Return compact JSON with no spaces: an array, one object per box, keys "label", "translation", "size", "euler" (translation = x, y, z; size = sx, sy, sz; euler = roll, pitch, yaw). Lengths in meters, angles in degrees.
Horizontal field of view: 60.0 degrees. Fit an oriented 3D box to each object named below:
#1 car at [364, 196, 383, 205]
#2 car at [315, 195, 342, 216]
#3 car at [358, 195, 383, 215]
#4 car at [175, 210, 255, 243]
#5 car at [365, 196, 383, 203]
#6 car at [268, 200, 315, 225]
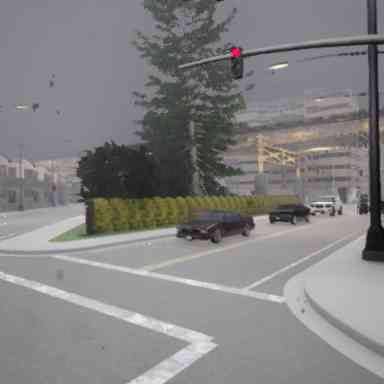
[{"label":"car","translation":[36.088,1.646,65.010],"size":[4.974,1.542,2.038],"euler":[0,-1,-29]},{"label":"car","translation":[13.851,1.367,34.212],"size":[2.150,2.045,5.566],"euler":[-1,-1,36]},{"label":"car","translation":[19.058,1.312,35.158],"size":[2.150,2.045,5.566],"euler":[-1,-1,35]},{"label":"car","translation":[1.415,1.668,17.109],"size":[2.033,1.411,5.357],"euler":[-1,-1,36]},{"label":"car","translation":[36.131,1.488,65.038],"size":[4.536,1.218,1.853],"euler":[0,-1,-29]},{"label":"car","translation":[7.543,1.611,25.551],"size":[1.882,1.535,5.008],"euler":[-1,-1,36]}]
